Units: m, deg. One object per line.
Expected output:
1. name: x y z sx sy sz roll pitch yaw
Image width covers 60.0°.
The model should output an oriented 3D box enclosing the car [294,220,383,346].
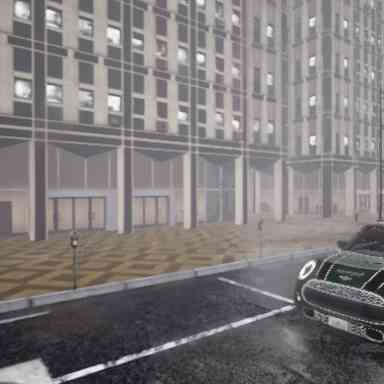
1. car: 3.991 1.347 6.227 4.553 1.767 2.097 0 0 -36

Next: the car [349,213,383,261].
1. car: 7.869 1.534 12.182 4.507 1.381 1.887 0 0 -36
